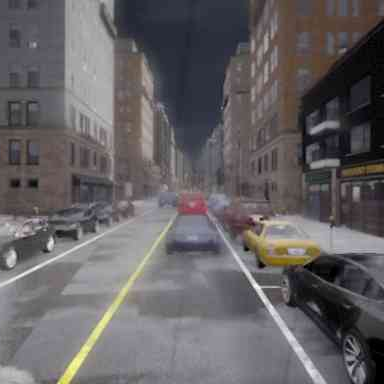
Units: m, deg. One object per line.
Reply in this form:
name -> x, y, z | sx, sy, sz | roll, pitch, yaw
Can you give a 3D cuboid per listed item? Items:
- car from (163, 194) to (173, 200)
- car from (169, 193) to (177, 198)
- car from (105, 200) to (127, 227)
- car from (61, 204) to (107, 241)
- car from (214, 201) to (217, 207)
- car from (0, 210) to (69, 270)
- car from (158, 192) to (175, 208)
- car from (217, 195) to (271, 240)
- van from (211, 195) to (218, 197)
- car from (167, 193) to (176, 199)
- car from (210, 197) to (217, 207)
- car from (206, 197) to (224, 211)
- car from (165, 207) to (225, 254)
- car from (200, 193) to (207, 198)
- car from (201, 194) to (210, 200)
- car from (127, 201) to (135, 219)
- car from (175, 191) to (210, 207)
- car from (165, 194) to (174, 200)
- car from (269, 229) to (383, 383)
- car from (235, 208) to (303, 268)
car -> -5.531, 1.174, 76.777 | 1.802, 1.307, 4.206 | 1, 0, 1
car -> -5.317, 1.044, 93.363 | 1.887, 1.381, 4.507 | 1, 0, 1
car -> -5.849, 1.452, 21.993 | 1.947, 1.339, 4.313 | 1, 0, 0
car -> -5.850, 1.481, 16.320 | 1.947, 1.339, 4.313 | 1, 0, 0
car -> 2.676, 1.468, 21.988 | 1.802, 1.307, 4.206 | 1, 0, 0
car -> -5.850, 1.495, 10.646 | 2.008, 1.369, 4.403 | 1, 0, 0
car -> -3.034, 0.998, 42.840 | 2.150, 2.045, 5.566 | 0, 0, 1
car -> 2.678, 1.230, 16.314 | 2.192, 1.841, 5.009 | 1, 0, 0
van -> 2.680, 1.167, 33.334 | 1.690, 1.788, 3.998 | 1, 0, 0
car -> -5.388, 1.081, 87.834 | 2.008, 1.369, 4.403 | 1, 0, 1
car -> 2.678, 1.380, 27.831 | 1.752, 1.417, 4.829 | 1, 0, 0
car -> 2.678, 1.320, 39.178 | 1.752, 1.417, 4.829 | 1, 0, 0
car -> 0.045, 1.497, 13.103 | 1.994, 1.385, 4.181 | 0, 0, 1
car -> 3.208, 1.044, 93.262 | 1.887, 1.381, 4.507 | 1, 0, 1
car -> 2.995, 1.157, 76.671 | 1.947, 1.339, 4.313 | 1, 0, 1
car -> -5.849, 1.400, 27.665 | 1.887, 1.381, 4.507 | 1, 0, 0
car -> 0.031, 1.084, 26.772 | 2.150, 2.045, 5.566 | 0, 1, 0
car -> -5.460, 1.127, 82.305 | 1.947, 1.339, 4.313 | 1, 0, 1
car -> 2.675, 1.540, 4.968 | 1.947, 1.339, 4.313 | 1, 0, 0
car -> 2.676, 1.469, 10.811 | 1.752, 1.417, 4.829 | 1, 0, 0
